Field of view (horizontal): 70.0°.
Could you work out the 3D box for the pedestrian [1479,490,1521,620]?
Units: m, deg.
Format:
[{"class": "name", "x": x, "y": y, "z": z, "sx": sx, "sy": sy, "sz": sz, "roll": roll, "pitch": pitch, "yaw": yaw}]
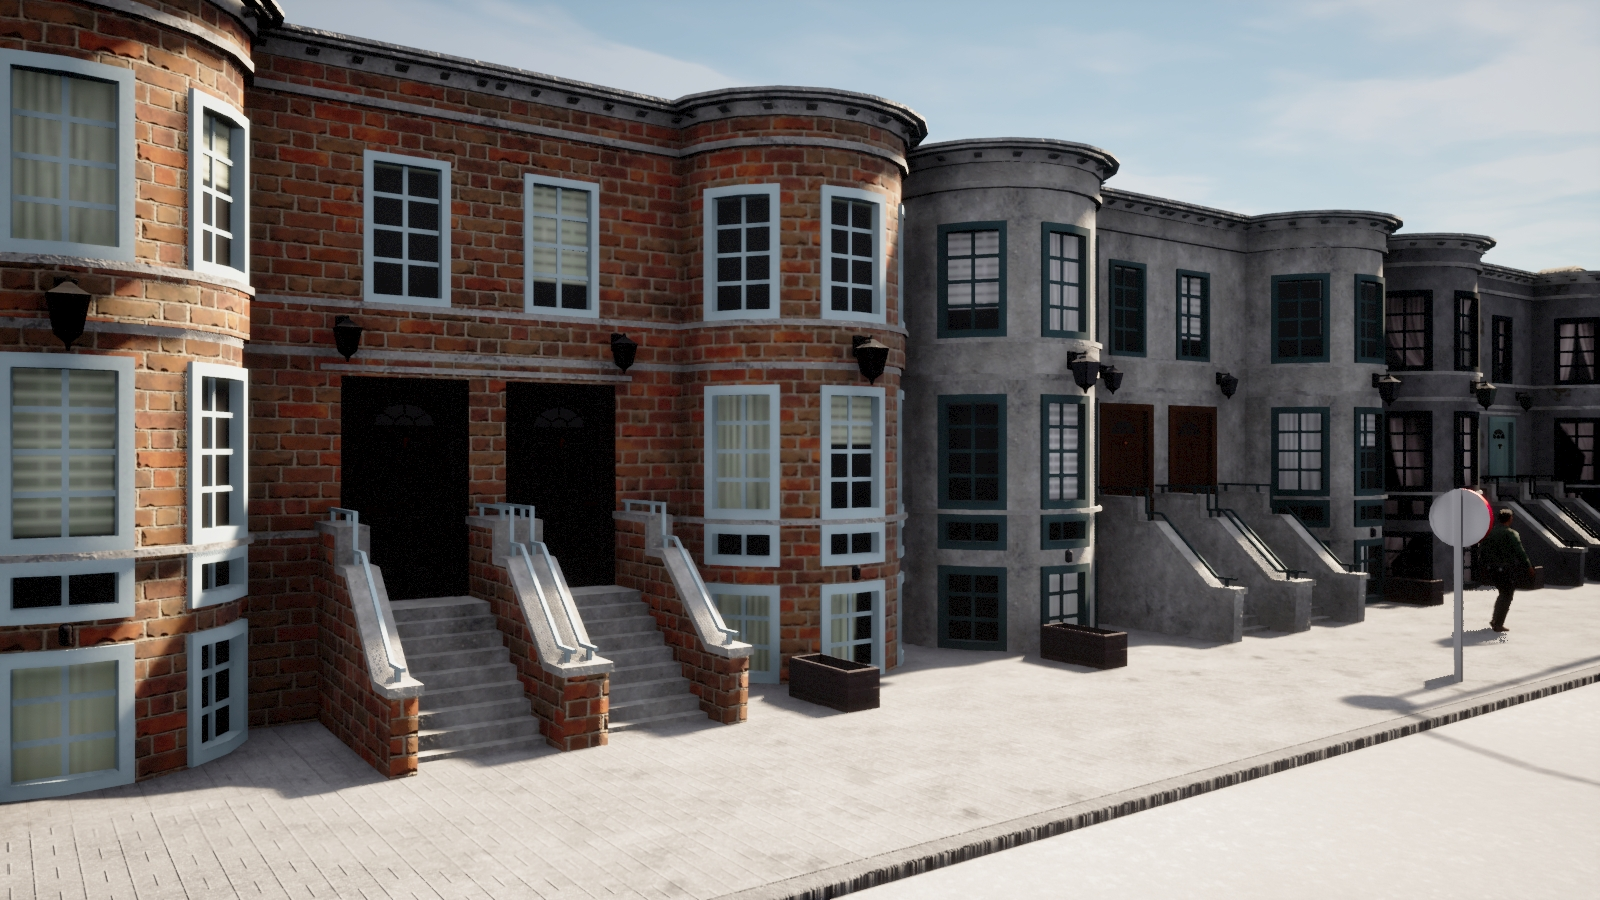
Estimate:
[{"class": "pedestrian", "x": 10.267, "y": 1.524, "z": 16.751, "sx": 0.375, "sy": 1.860, "sz": 0.375, "roll": 0, "pitch": 0, "yaw": -21}]
